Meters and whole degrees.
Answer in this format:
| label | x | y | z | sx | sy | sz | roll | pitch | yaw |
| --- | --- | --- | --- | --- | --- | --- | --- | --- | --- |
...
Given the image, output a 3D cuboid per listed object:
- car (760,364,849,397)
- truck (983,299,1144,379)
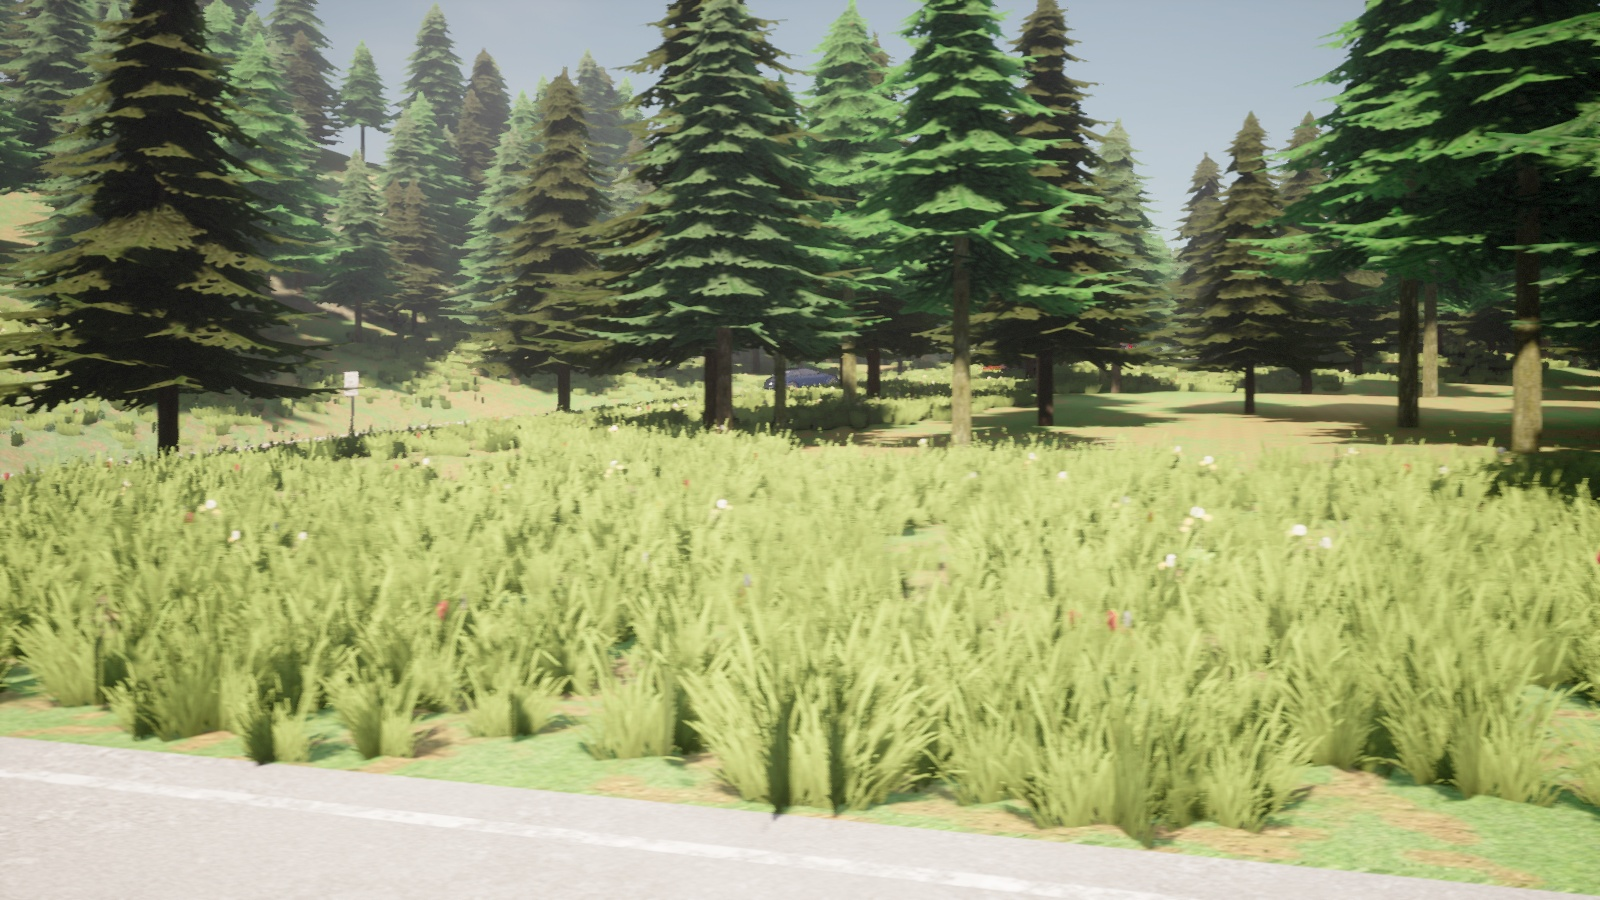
| label | x | y | z | sx | sy | sz | roll | pitch | yaw |
| --- | --- | --- | --- | --- | --- | --- | --- | --- | --- |
| car | 0.230 | -3.610 | 65.119 | 4.181 | 1.385 | 1.994 | -7 | 5 | -37 |
| truck | 15.154 | -6.397 | 72.170 | 8.468 | 3.827 | 2.891 | -5 | 2 | -17 |
